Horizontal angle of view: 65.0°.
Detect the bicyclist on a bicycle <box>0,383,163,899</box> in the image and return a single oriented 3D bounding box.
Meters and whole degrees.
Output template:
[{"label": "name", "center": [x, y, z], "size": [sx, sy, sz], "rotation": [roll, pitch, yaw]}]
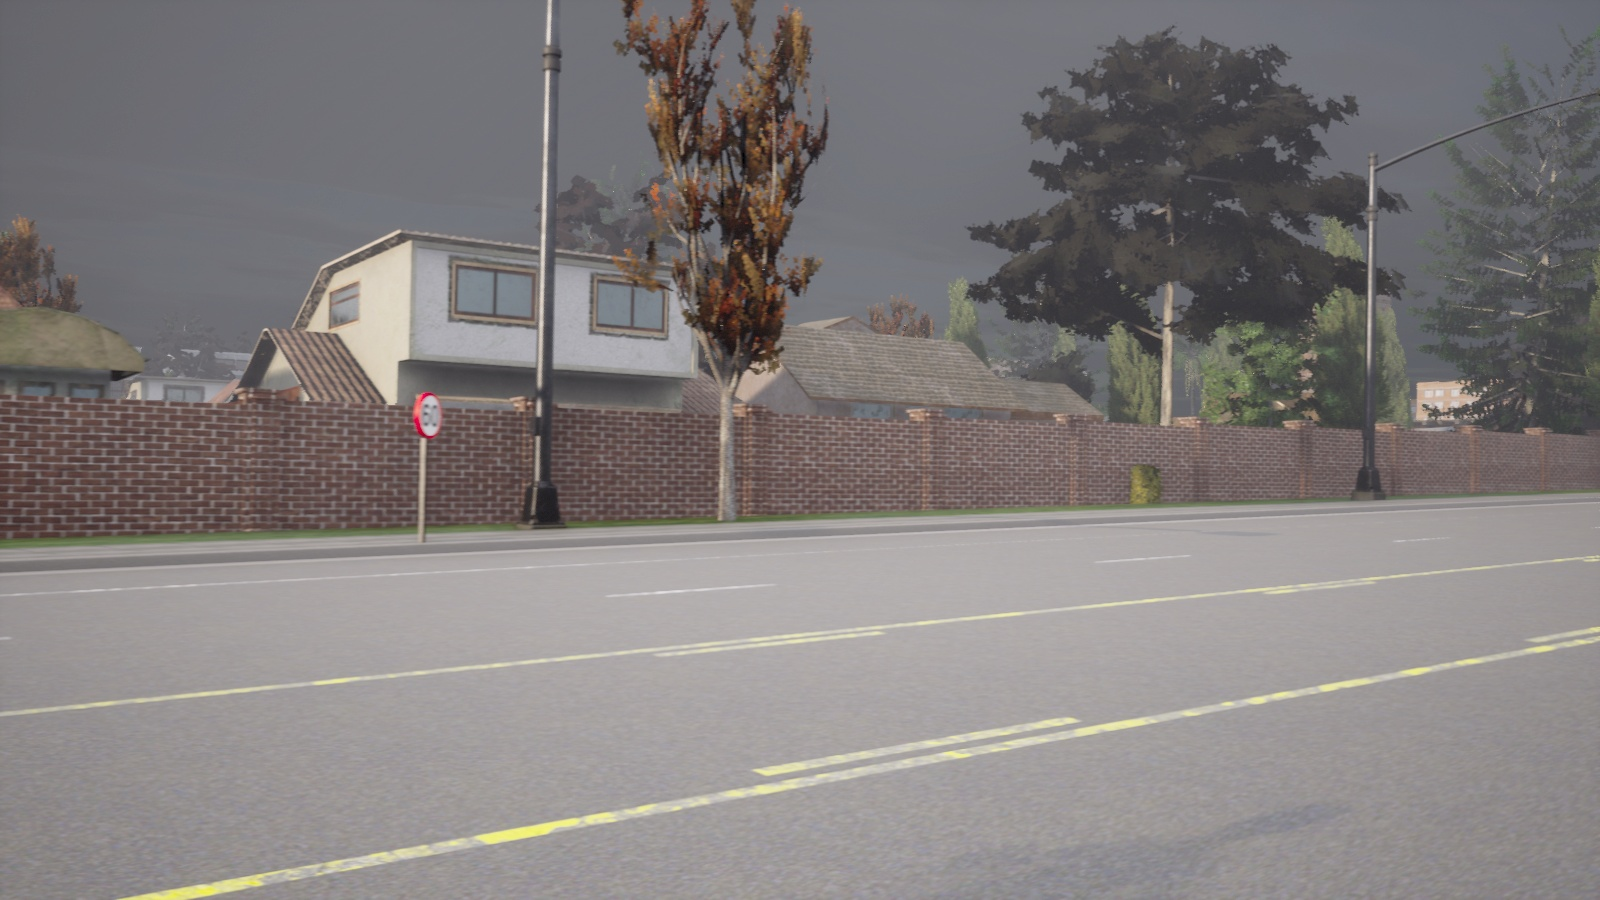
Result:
[{"label": "bicyclist on a bicycle", "center": [-2.041, 0.691, 2.234], "size": [1.509, 1.612, 0.866], "rotation": [0, 0, -35]}]
